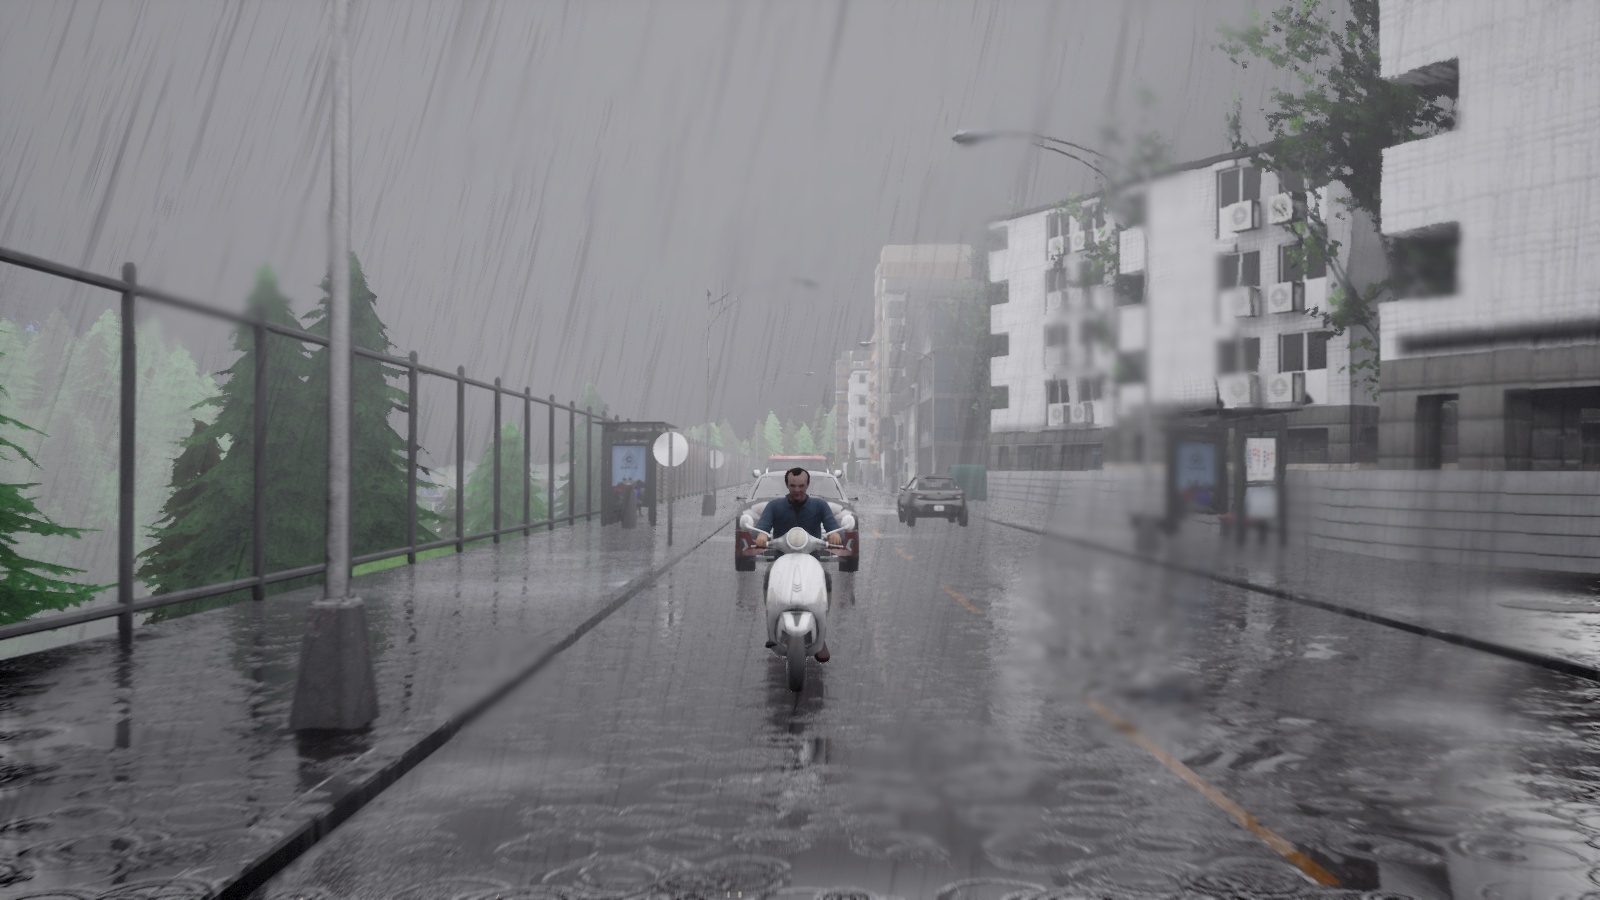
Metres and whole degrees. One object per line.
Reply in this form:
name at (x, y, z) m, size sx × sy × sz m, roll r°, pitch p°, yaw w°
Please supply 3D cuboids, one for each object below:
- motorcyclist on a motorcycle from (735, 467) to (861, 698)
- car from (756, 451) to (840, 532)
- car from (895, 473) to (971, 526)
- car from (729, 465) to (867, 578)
motorcyclist on a motorcycle at (-0.016, 0.929, 9.578) m, size 0.866 × 1.590 × 1.817 m, roll 0°, pitch -1°, yaw 0°
car at (-0.069, 1.121, 34.820) m, size 2.150 × 2.045 × 5.566 m, roll 0°, pitch -1°, yaw 0°
car at (3.930, 1.443, 37.606) m, size 1.816 × 1.474 × 4.193 m, roll 0°, pitch -1°, yaw 0°
car at (-0.039, 1.097, 21.007) m, size 2.033 × 1.649 × 4.856 m, roll 0°, pitch -1°, yaw 0°
